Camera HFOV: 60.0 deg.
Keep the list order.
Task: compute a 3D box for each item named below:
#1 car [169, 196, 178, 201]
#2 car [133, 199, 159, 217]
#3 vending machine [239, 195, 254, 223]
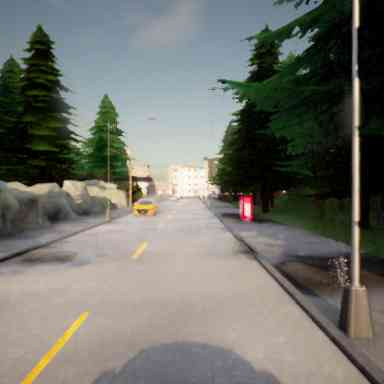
[{"bbox_3d":[-4.047,1.457,72.595,1.895,1.301,4.718,0,0,0],"label":"car"},{"bbox_3d":[-4.090,1.382,30.181,1.882,1.535,5.008,0,0,0],"label":"car"},{"bbox_3d":[4.290,1.332,26.297,1.100,2.100,0.880,0,0,0],"label":"vending machine"}]
